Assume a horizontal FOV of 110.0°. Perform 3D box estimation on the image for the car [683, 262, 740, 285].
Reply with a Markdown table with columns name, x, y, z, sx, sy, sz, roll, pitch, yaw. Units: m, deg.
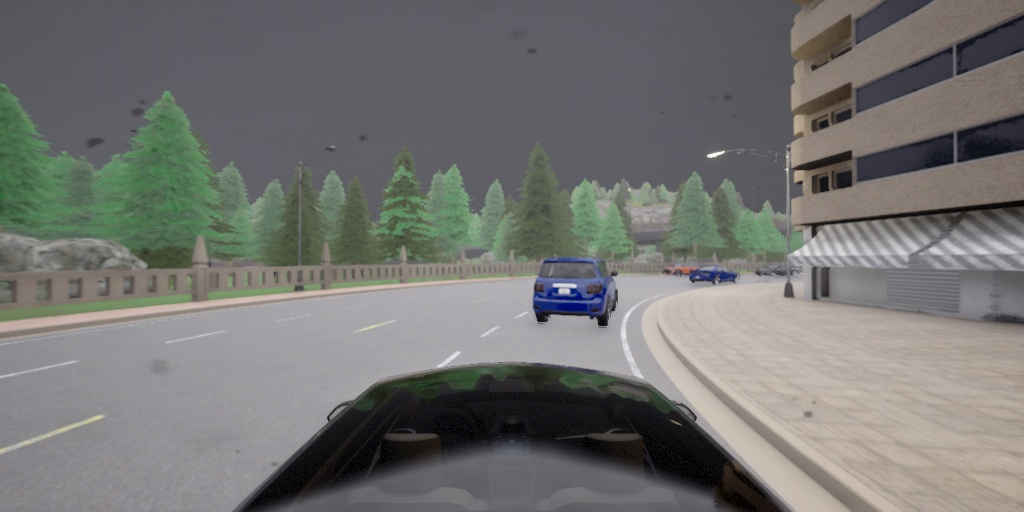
| name | x | y | z | sx | sy | sz | roll | pitch | yaw |
| --- | --- | --- | --- | --- | --- | --- | --- | --- | --- |
| car | 16.506 | 1.505 | 29.156 | 5.008 | 1.535 | 1.882 | 0 | -1 | -32 |

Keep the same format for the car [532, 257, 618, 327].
| name | x | y | z | sx | sy | sz | roll | pitch | yaw |
| --- | --- | --- | --- | --- | --- | --- | --- | --- | --- |
| car | 2.336 | 1.071 | 12.316 | 2.150 | 2.045 | 5.566 | 0 | 0 | 20 |

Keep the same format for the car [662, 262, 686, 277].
| name | x | y | z | sx | sy | sz | roll | pitch | yaw |
| --- | --- | --- | --- | --- | --- | --- | --- | --- | --- |
| car | 20.005 | 1.501 | 42.222 | 4.553 | 1.767 | 2.097 | 0 | 0 | -17 |

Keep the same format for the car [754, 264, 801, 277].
| name | x | y | z | sx | sy | sz | roll | pitch | yaw |
| --- | --- | --- | --- | --- | --- | --- | --- | --- | --- |
| car | 30.310 | 1.667 | 40.978 | 4.892 | 1.490 | 1.837 | 0 | -1 | -8 |
